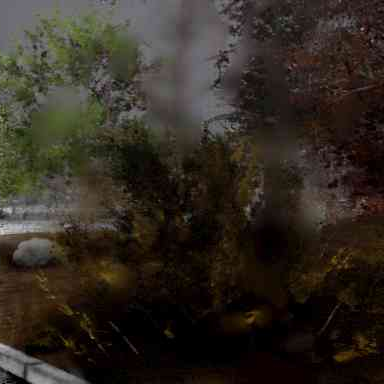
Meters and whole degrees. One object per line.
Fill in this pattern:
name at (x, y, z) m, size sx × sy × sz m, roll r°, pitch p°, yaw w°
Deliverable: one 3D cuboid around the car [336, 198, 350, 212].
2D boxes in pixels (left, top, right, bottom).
car at (17.185, 1.464, 37.084) m, size 1.837 × 1.490 × 4.892 m, roll 0°, pitch 0°, yaw 34°
